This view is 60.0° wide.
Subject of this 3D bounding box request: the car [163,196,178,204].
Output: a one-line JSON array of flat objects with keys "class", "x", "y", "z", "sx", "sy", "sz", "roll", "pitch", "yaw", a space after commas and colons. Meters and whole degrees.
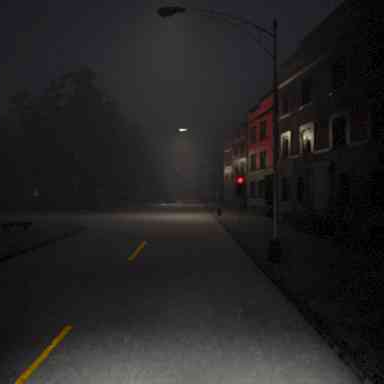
[{"class": "car", "x": -4.144, "y": 1.403, "z": 59.780, "sx": 2.033, "sy": 1.411, "sz": 5.357, "roll": 0, "pitch": 0, "yaw": 0}]
